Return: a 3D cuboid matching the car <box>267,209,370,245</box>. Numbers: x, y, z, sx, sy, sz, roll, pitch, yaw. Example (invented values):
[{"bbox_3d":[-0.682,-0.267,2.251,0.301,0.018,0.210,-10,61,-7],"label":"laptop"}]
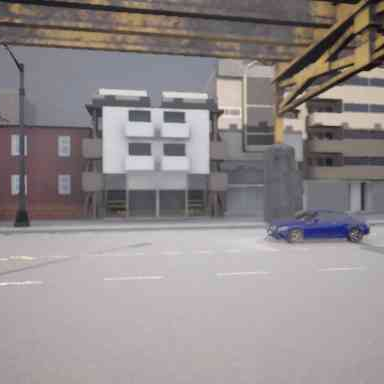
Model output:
[{"bbox_3d":[5.815,1.546,15.373,4.674,1.442,1.812,0,0,-9],"label":"car"}]
